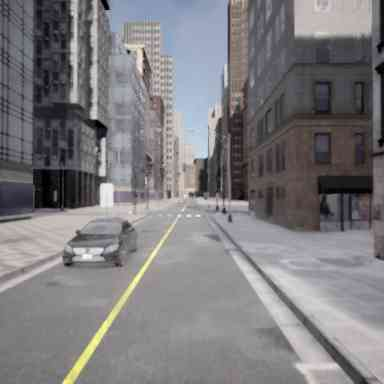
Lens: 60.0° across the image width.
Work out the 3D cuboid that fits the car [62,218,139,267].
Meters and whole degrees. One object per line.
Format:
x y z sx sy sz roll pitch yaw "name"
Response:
-3.097 1.699 12.164 1.812 1.442 4.674 0 -1 0 "car"
